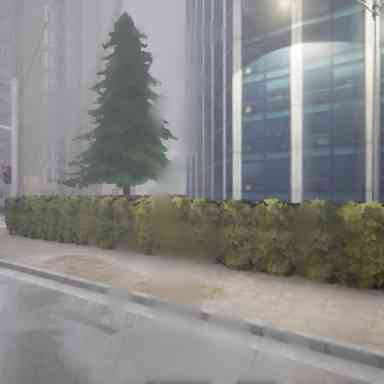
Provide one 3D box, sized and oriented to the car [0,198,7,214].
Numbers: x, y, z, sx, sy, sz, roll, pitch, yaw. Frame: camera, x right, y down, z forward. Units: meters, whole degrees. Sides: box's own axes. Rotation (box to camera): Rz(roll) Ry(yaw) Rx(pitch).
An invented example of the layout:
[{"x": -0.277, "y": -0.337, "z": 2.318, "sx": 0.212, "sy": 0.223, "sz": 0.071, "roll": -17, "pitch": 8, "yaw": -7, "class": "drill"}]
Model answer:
[{"x": -18.870, "y": 1.352, "z": 32.071, "sx": 2.097, "sy": 1.767, "sz": 4.553, "roll": 0, "pitch": 0, "yaw": 36, "class": "car"}]
